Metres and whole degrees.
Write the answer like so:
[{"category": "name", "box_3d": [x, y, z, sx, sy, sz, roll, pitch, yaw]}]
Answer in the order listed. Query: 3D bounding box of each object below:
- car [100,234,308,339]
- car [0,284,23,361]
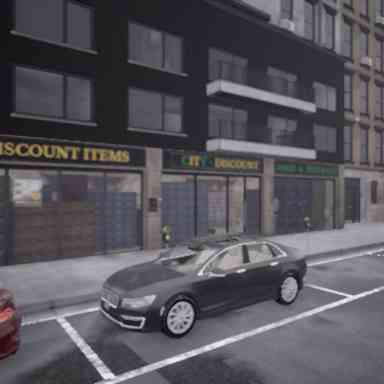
[{"category": "car", "box_3d": [0.446, 1.559, 6.504, 4.403, 1.369, 2.008, 0, 0, -35]}, {"category": "car", "box_3d": [-4.041, 1.580, 3.305, 4.206, 1.307, 1.802, 0, 0, -35]}]
